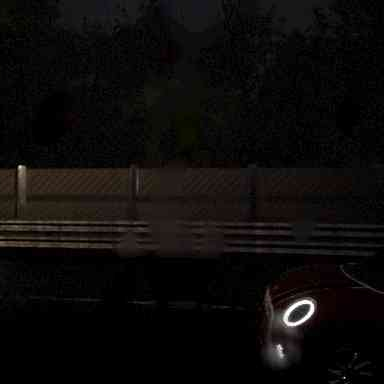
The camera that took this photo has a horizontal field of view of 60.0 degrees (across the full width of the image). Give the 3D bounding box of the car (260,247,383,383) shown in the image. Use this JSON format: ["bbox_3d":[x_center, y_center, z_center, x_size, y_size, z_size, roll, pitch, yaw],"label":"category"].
[{"bbox_3d":[3.173,1.351,4.165,4.553,1.767,2.097,0,0,10],"label":"car"}]
